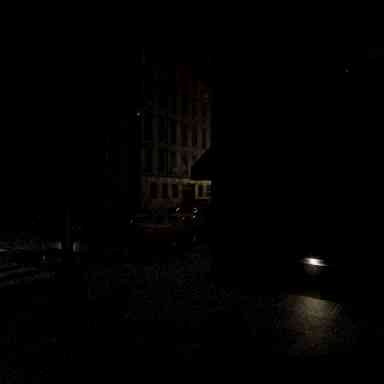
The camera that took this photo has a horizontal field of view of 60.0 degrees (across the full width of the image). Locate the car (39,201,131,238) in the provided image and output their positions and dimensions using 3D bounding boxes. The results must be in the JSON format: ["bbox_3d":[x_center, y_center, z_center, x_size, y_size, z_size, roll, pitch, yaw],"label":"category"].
[{"bbox_3d":[-5.187,1.457,17.802,1.882,1.535,5.008,0,0,34],"label":"car"}]

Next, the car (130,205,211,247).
[{"bbox_3d":[-0.337,1.530,15.158,1.752,1.417,4.829,0,0,36],"label":"car"}]

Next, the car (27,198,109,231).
[{"bbox_3d":[-6.958,1.282,19.693,2.192,1.841,5.009,0,0,36],"label":"car"}]

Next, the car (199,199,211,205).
[{"bbox_3d":[2.868,1.314,19.639,2.192,1.841,5.009,0,0,36],"label":"car"}]

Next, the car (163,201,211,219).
[{"bbox_3d":[-0.357,1.521,28.934,1.947,1.339,4.313,0,0,36],"label":"car"}]

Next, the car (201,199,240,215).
[{"bbox_3d":[2.945,1.493,33.554,1.887,1.381,4.507,0,0,36],"label":"car"}]

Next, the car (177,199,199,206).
[{"bbox_3d":[0.649,1.321,25.970,2.097,1.767,4.553,0,0,35],"label":"car"}]
